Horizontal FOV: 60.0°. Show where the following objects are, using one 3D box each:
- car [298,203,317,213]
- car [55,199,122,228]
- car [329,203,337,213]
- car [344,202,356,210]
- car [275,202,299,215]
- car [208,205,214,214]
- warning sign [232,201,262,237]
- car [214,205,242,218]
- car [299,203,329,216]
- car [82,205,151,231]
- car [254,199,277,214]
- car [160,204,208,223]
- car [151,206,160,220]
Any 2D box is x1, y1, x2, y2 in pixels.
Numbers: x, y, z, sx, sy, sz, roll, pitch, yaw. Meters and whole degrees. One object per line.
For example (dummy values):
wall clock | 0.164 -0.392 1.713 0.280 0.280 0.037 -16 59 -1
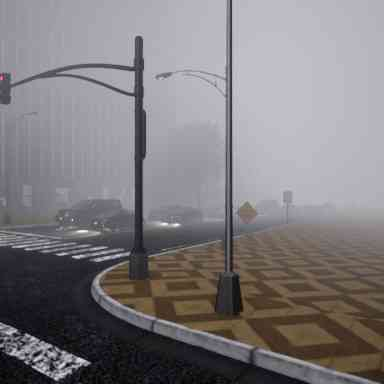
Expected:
car | 19.021 2.592 54.785 1.994 1.385 4.181 0 -1 33
car | -7.627 1.546 25.450 2.150 2.045 5.566 0 -1 33
car | 21.757 2.537 53.031 1.837 1.490 4.892 0 -1 33
car | 31.409 2.769 65.976 1.801 1.575 5.366 0 -1 33
car | 13.504 2.372 46.096 1.812 1.442 4.674 0 -1 33
car | 3.022 2.278 42.043 1.895 1.301 4.718 0 -1 32
warning sign | 3.069 1.454 18.572 1.300 1.860 1.060 1 1 33
car | 4.809 2.250 38.816 1.895 1.301 4.718 0 -1 33
car | 16.469 2.405 44.693 2.033 1.411 5.357 0 -1 33
car | -5.177 1.882 23.254 1.994 1.385 4.181 0 -1 32
car | 10.883 2.073 48.205 2.150 2.045 5.566 0 -1 33
car | -0.648 2.033 30.321 1.994 1.385 4.181 0 -1 32
car | -2.451 2.000 33.520 1.837 1.490 4.892 0 -1 33
